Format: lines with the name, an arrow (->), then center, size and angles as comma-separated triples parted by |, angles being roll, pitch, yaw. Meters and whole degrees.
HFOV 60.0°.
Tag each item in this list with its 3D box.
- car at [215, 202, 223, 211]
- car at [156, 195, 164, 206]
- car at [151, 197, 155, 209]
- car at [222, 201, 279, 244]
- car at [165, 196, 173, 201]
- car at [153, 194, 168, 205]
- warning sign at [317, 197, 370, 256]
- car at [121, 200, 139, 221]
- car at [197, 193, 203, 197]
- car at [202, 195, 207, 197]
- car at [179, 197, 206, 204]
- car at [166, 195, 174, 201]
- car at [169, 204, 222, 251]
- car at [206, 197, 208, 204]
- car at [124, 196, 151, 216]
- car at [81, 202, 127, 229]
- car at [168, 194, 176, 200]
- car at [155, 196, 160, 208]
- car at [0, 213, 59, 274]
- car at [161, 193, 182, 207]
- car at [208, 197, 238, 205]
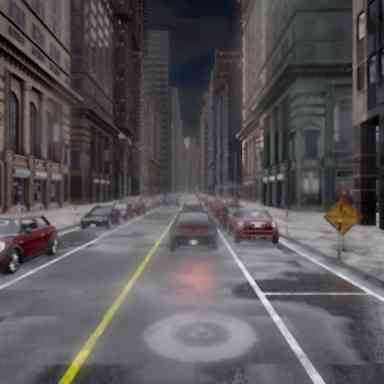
car -> 2.767, 1.567, 21.511 | 1.947, 1.339, 4.313 | 0, 0, 0
car -> -5.756, 1.572, 49.518 | 1.947, 1.339, 4.313 | 0, 0, 0
car -> -5.757, 1.530, 38.144 | 1.752, 1.417, 4.829 | 0, 0, 0
car -> 2.767, 1.441, 15.909 | 1.967, 1.590, 4.097 | 0, 0, 0
car -> -5.754, 1.596, 83.128 | 1.802, 1.307, 4.206 | 0, 0, 0
car -> -5.754, 1.323, 60.721 | 2.192, 1.841, 5.009 | 0, 0, 0
warning sign -> 5.065, 1.116, 11.217 | 1.300, 1.860, 1.060 | 0, 0, 0
car -> -5.758, 1.585, 27.110 | 1.802, 1.307, 4.206 | 0, 0, 0
car -> 2.772, 1.452, 77.532 | 1.967, 1.590, 4.097 | 0, 0, 0
car -> 2.769, 1.550, 49.522 | 1.887, 1.381, 4.507 | 0, 0, 0
car -> 0.079, 1.480, 30.584 | 1.882, 1.535, 5.008 | 0, 0, 0
car -> -5.753, 1.541, 88.560 | 1.752, 1.417, 4.829 | 0, 0, 0
car -> 0.071, 1.507, 14.172 | 1.837, 1.490, 4.892 | 0, 0, 0
car -> 2.768, 1.554, 38.318 | 2.008, 1.369, 4.403 | 0, 0, 0
car -> -5.756, 1.319, 32.712 | 2.192, 1.841, 5.009 | 0, 0, 0
car -> -5.758, 1.568, 21.509 | 1.947, 1.339, 4.313 | 0, 0, 0
car -> -5.752, 1.458, 94.332 | 1.967, 1.590, 4.097 | 0, 0, 0
car -> -5.756, 1.556, 43.916 | 2.008, 1.369, 4.403 | 0, 0, 0
car -> -5.758, 1.441, 10.305 | 1.967, 1.590, 4.097 | 0, 0, 0
car -> -3.077, 1.228, 51.366 | 2.150, 2.045, 5.566 | 0, 0, 0
car -> 2.769, 1.317, 27.113 | 2.192, 1.841, 5.009 | 0, 0, 0
